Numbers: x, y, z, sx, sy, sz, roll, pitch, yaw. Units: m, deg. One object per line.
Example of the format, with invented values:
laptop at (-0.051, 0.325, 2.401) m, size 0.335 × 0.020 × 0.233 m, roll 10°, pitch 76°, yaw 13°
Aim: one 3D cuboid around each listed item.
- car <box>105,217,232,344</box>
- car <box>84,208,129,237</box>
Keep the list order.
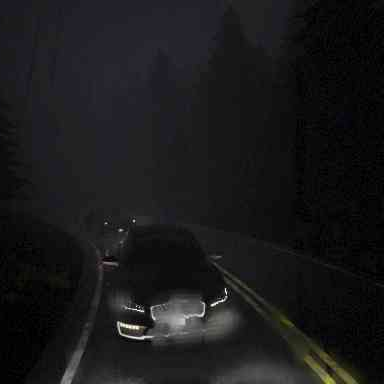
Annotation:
car at (-0.647, 1.495, 6.820) m, size 1.837 × 1.490 × 4.892 m, roll -1°, pitch 0°, yaw -11°
car at (-4.641, 1.612, 18.559) m, size 1.895 × 1.301 × 4.718 m, roll -3°, pitch 1°, yaw -29°
